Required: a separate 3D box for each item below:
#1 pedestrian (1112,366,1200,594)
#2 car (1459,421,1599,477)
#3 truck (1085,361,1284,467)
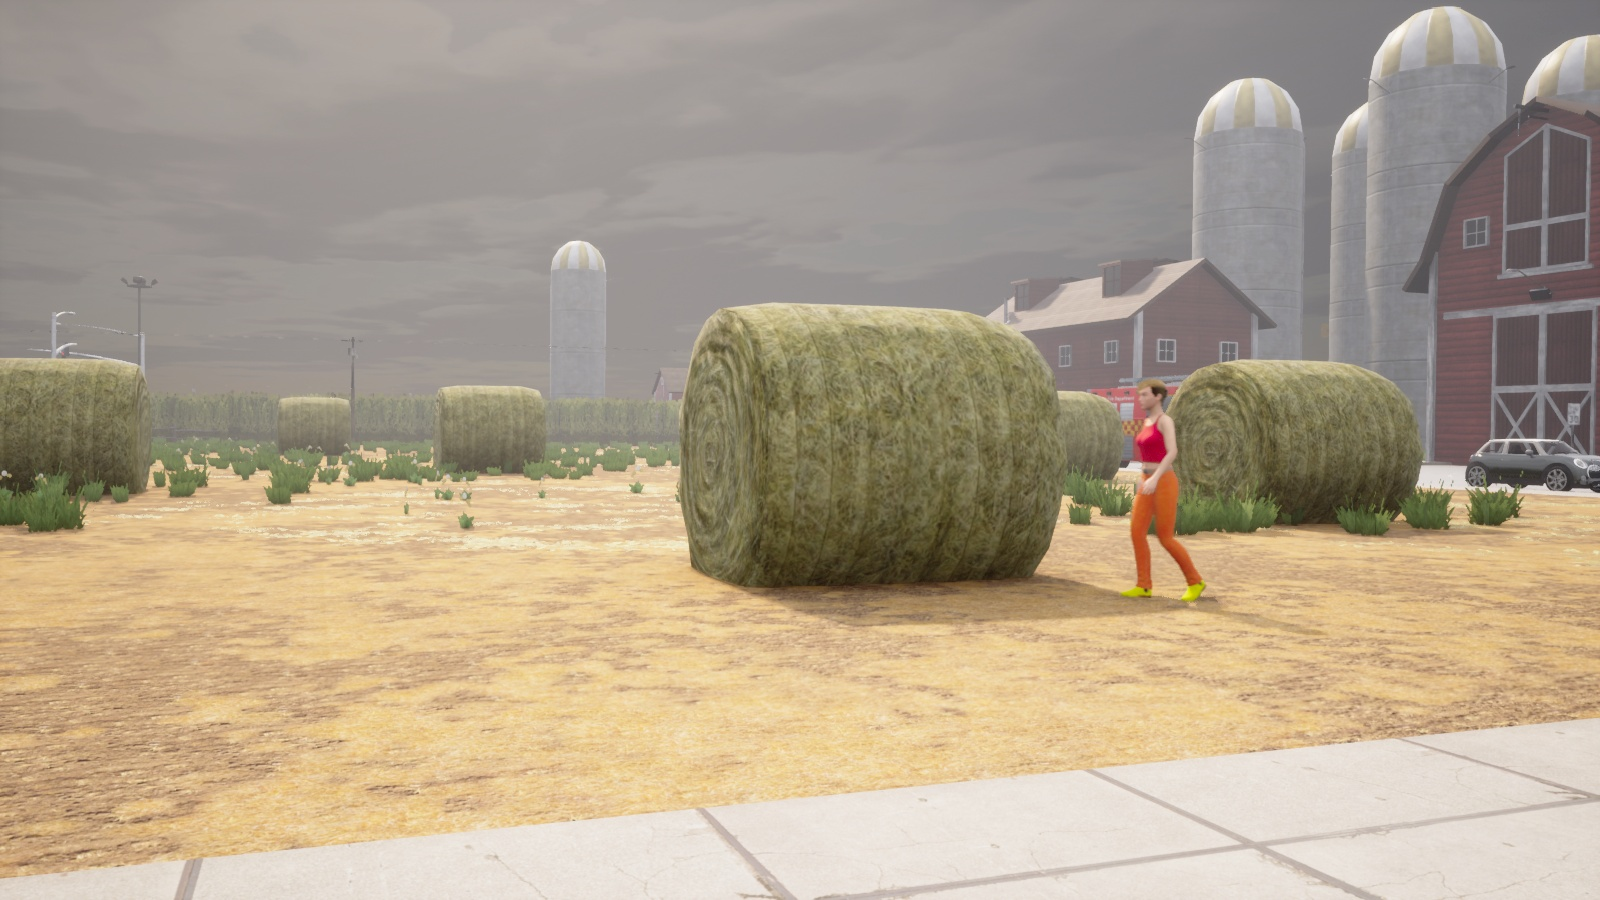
[{"bbox_3d":[2.926,0.234,10.337,0.594,1.836,0.345,-1,1,-12],"label":"pedestrian"},{"bbox_3d":[20.982,-0.067,35.478,1.970,1.475,3.806,-1,1,-22],"label":"car"},{"bbox_3d":[15.082,-1.387,50.129,2.891,3.827,8.468,-2,1,-22],"label":"truck"}]
